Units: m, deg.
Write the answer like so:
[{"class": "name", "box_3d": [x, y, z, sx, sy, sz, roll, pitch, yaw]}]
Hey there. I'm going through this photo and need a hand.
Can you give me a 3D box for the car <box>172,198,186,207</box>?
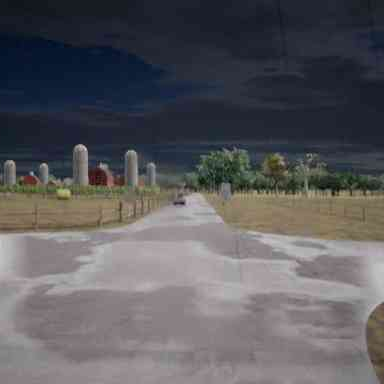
[{"class": "car", "box_3d": [-1.800, 1.463, 48.529, 1.895, 1.301, 4.718, 0, 0, 1]}]
